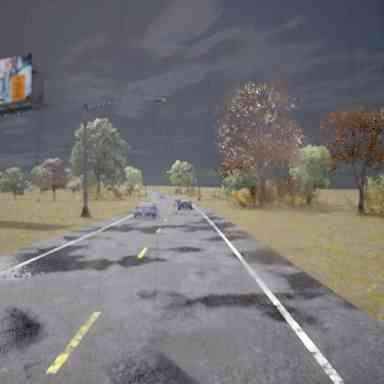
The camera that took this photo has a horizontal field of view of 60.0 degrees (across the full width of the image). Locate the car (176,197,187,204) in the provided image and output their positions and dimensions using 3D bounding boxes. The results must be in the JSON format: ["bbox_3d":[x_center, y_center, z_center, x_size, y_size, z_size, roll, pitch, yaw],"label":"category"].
[{"bbox_3d":[-1.994,1.630,63.504,1.895,1.301,4.718,0,0,-4],"label":"car"}]

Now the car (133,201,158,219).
[{"bbox_3d":[-4.083,1.559,29.849,1.812,1.442,4.674,0,0,-2],"label":"car"}]

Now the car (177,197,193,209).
[{"bbox_3d":[-0.955,1.559,44.642,1.812,1.442,4.674,0,0,-3],"label":"car"}]
